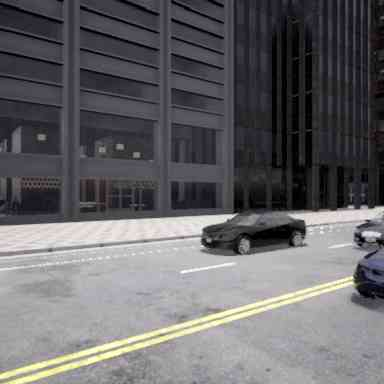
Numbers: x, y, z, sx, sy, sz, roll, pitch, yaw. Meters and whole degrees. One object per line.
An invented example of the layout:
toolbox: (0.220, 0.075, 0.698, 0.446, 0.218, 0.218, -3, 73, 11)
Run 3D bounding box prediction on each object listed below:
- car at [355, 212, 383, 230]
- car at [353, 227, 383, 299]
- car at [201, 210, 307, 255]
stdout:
car: (8.752, 1.547, 14.058, 4.902, 1.511, 2.128, 0, 0, -36)
car: (5.446, 1.596, 7.401, 4.181, 1.385, 1.994, 0, 0, -36)
car: (2.640, 1.514, 13.642, 5.008, 1.535, 1.882, 0, 0, -36)
